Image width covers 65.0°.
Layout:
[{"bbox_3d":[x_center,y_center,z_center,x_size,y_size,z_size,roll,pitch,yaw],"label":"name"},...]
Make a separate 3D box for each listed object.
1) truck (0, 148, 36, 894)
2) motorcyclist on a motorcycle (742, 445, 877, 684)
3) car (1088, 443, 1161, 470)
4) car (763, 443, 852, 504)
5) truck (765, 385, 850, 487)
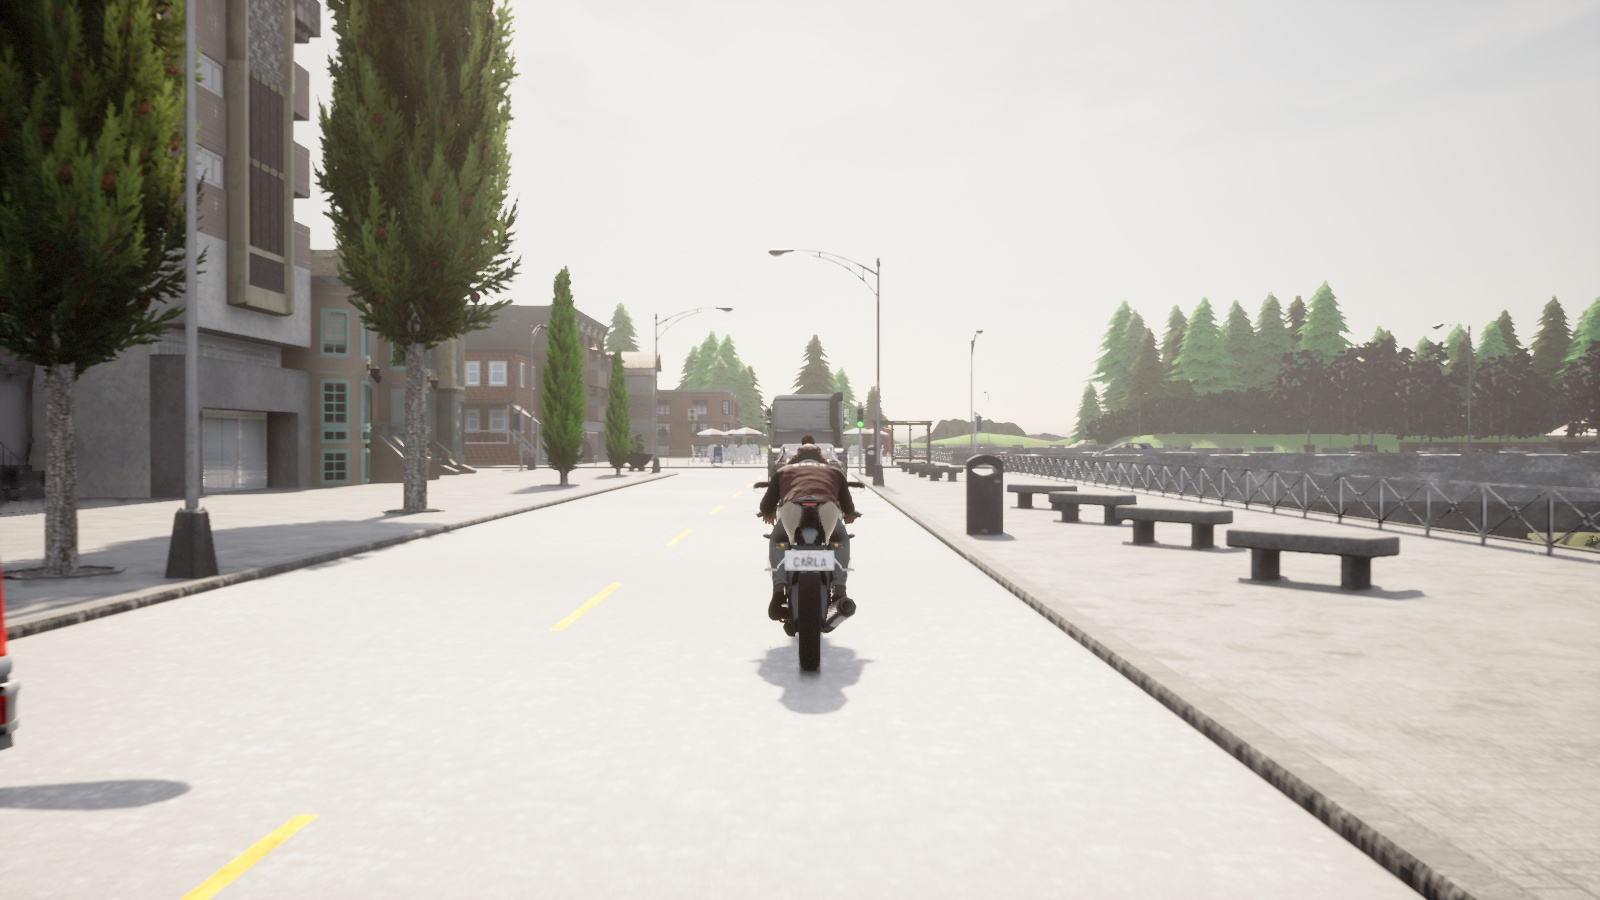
[{"bbox_3d":[-3.974,0.247,1.746,2.627,2.467,5.204,0,0,0],"label":"truck"},{"bbox_3d":[0.066,0.730,9.142,0.866,1.530,2.191,0,0,0],"label":"motorcyclist on a motorcycle"},{"bbox_3d":[18.331,0.375,70.977,3.633,1.501,1.845,0,0,0],"label":"car"},{"bbox_3d":[0.197,0.561,32.829,2.163,1.488,4.792,0,0,0],"label":"car"},{"bbox_3d":[0.274,-0.497,46.433,2.891,3.462,7.936,0,0,0],"label":"truck"}]
